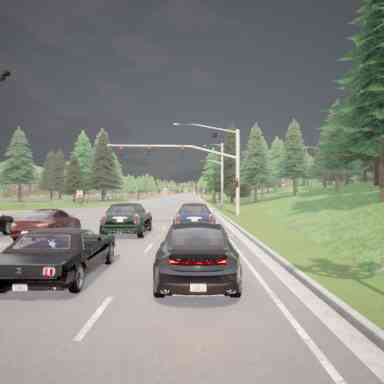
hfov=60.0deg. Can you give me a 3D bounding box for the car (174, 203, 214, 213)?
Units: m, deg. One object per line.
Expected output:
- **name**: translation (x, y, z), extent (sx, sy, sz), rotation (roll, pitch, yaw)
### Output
- **car**: translation (0.118, 1.352, 17.606), extent (2.097, 1.767, 4.553), rotation (0, 0, 0)

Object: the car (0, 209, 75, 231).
- **car**: translation (-6.883, 1.526, 16.008), extent (1.812, 1.442, 4.674), rotation (0, 0, 0)

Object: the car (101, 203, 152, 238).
- **car**: translation (-3.381, 1.352, 17.750), extent (2.097, 1.767, 4.553), rotation (0, 0, 0)

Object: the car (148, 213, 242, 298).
- **car**: translation (0.109, 1.505, 8.512), extent (1.837, 1.490, 4.892), rotation (0, 0, 0)

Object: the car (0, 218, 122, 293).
- **car**: translation (-3.390, 1.601, 8.793), extent (1.895, 1.301, 4.718), rotation (0, 0, 0)
